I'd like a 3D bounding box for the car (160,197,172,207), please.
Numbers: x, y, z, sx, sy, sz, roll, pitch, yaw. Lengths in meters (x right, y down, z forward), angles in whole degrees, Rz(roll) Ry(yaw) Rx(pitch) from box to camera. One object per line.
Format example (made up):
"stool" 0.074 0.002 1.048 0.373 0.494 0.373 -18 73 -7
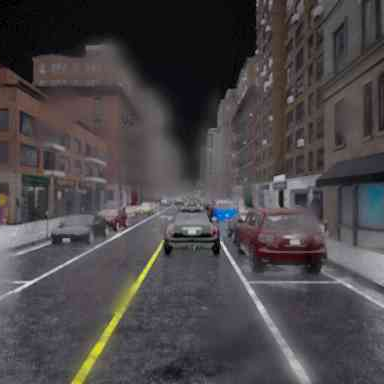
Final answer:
"car" -5.384 2.187 65.161 1.802 1.307 4.206 0 -1 0

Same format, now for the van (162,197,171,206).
"van" -5.382 1.997 70.570 1.690 1.788 3.998 0 -1 0

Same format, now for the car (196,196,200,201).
"car" 2.650 2.307 81.380 2.008 1.369 4.403 0 -1 0

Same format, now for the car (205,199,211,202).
"car" 2.688 1.621 32.728 2.192 1.841 5.009 0 -1 0

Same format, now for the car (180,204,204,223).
"car" 0.007 1.838 29.312 1.994 1.385 4.181 0 0 0

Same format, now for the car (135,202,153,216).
"car" -5.395 1.879 37.963 1.752 1.417 4.829 0 -1 0

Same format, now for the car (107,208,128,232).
"car" -5.401 1.750 21.914 1.887 1.381 4.507 0 -1 0

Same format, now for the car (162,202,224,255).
"car" 0.005 1.483 14.075 2.097 1.767 4.553 0 -1 0

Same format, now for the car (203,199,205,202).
"car" 3.021 1.918 47.345 1.882 1.535 5.008 0 -1 0

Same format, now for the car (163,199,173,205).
"car" -5.380 2.257 75.974 2.008 1.369 4.403 0 -1 0

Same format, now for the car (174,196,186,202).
"car" -2.741 2.140 71.767 1.882 1.535 5.008 0 -1 0

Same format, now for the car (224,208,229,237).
"car" 2.701 1.706 16.508 2.008 1.369 4.403 0 -1 0

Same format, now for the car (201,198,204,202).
"car" 2.995 1.858 54.316 2.097 1.767 4.553 0 -1 0

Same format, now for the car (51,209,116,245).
"car" -5.404 1.721 16.507 1.947 1.339 4.313 0 -1 0

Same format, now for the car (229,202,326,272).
"car" 2.705 1.420 11.104 2.192 1.841 5.009 0 -1 0

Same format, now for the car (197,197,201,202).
"car" 2.655 2.233 76.144 1.752 1.417 4.829 0 -1 0

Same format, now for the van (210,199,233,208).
"van" 2.693 1.597 27.322 1.690 1.788 3.998 0 -1 0
